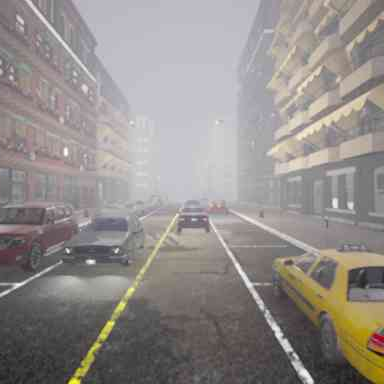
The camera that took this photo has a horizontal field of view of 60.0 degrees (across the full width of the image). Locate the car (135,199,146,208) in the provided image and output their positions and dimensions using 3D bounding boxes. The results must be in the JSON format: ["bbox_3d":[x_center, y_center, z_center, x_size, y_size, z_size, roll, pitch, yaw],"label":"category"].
[{"bbox_3d":[-5.328,1.508,27.566,1.947,1.339,4.313,1,0,0],"label":"car"}]

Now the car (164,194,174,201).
[{"bbox_3d":[-5.373,1.268,77.507,1.967,1.590,4.097,1,0,0],"label":"car"}]

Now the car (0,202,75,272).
[{"bbox_3d":[-5.312,1.292,10.919,2.192,1.841,5.009,1,0,0],"label":"car"}]

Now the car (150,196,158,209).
[{"bbox_3d":[-5.336,1.500,38.664,1.802,1.307,4.206,1,0,0],"label":"car"}]

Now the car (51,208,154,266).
[{"bbox_3d":[-2.760,1.523,11.735,2.033,1.411,5.357,0,0,0],"label":"car"}]

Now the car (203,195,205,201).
[{"bbox_3d":[2.523,1.435,66.437,1.802,1.307,4.206,1,0,0],"label":"car"}]

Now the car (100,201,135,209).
[{"bbox_3d":[-5.324,1.504,22.017,2.008,1.369,4.403,1,0,0],"label":"car"}]

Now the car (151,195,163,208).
[{"bbox_3d":[-5.340,1.456,44.213,2.008,1.369,4.403,1,0,0],"label":"car"}]

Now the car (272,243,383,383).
[{"bbox_3d":[2.569,1.513,5.567,1.752,1.417,4.829,1,0,0],"label":"car"}]

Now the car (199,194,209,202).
[{"bbox_3d":[2.520,1.281,71.986,1.967,1.590,4.097,1,0,0],"label":"car"}]

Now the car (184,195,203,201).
[{"bbox_3d":[0.069,1.389,41.088,1.882,1.535,5.008,0,0,0],"label":"car"}]

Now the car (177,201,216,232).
[{"bbox_3d":[0.085,1.505,19.954,2.033,1.411,5.357,0,0,0],"label":"car"}]

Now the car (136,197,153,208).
[{"bbox_3d":[-5.332,1.512,33.115,1.802,1.307,4.206,1,0,0],"label":"car"}]

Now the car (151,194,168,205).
[{"bbox_3d":[-5.342,1.207,49.762,2.192,1.841,5.009,1,0,0],"label":"car"}]

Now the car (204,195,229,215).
[{"bbox_3d":[2.550,1.369,33.142,1.967,1.590,4.097,1,0,0],"label":"car"}]

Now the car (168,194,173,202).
[{"bbox_3d":[-5.366,1.423,71.958,1.802,1.307,4.206,1,0,0],"label":"car"}]
